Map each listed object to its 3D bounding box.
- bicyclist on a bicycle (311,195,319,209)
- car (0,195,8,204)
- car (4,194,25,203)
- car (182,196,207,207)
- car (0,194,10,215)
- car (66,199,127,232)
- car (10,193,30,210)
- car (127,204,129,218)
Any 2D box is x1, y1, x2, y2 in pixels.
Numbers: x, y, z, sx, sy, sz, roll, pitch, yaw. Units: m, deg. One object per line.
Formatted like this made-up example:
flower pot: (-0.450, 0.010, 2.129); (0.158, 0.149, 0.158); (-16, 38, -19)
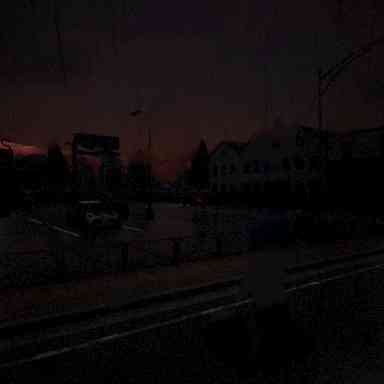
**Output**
bicyclist on a bicycle: (13.626, 1.124, 36.816); (1.656, 1.620, 0.582); (0, 0, -35)
car: (-39.242, 1.495, 66.078); (4.611, 1.667, 2.242); (0, 0, -36)
car: (-39.017, 1.328, 73.206); (3.866, 1.878, 1.905); (0, 0, -36)
car: (0.407, 1.349, 48.836); (1.812, 1.442, 4.674); (0, 0, -36)
car: (-17.955, 1.113, 29.821); (1.932, 1.855, 4.605); (0, 0, -36)
car: (-5.347, 1.248, 17.869); (1.970, 1.475, 3.806); (0, 0, -36)
car: (-19.870, 1.092, 38.130); (1.905, 1.878, 3.866); (0, 0, -36)
car: (-6.480, 1.313, 25.732); (2.007, 1.523, 4.514); (0, 0, -36)
